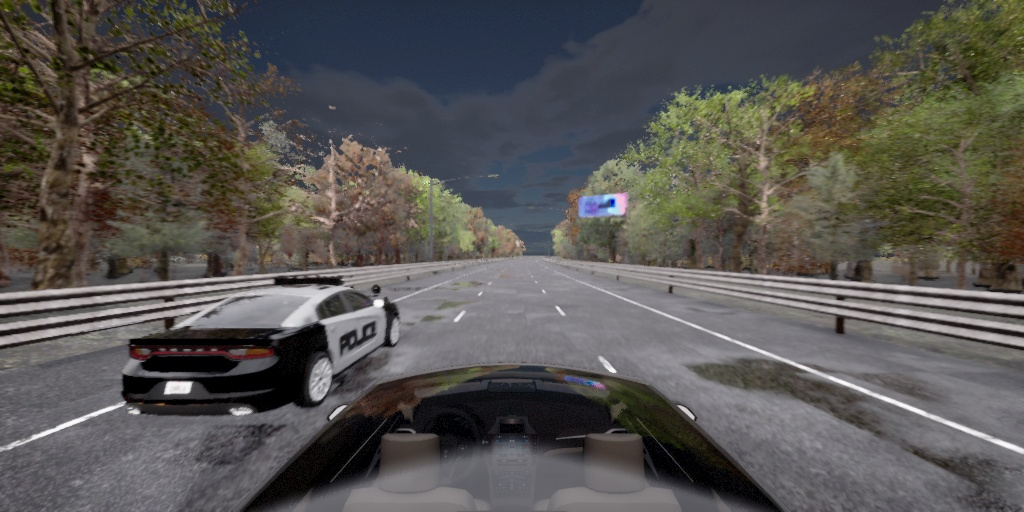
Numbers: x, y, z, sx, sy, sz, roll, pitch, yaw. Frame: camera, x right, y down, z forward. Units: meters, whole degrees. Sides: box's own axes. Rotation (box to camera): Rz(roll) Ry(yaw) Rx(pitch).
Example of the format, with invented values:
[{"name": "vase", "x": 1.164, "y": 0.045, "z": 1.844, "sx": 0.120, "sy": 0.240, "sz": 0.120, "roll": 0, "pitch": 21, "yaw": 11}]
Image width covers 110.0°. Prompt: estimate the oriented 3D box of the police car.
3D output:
[{"name": "police car", "x": -3.492, "y": 1.178, "z": 6.343, "sx": 1.930, "sy": 1.638, "sz": 5.238, "roll": 0, "pitch": 0, "yaw": 0}]
